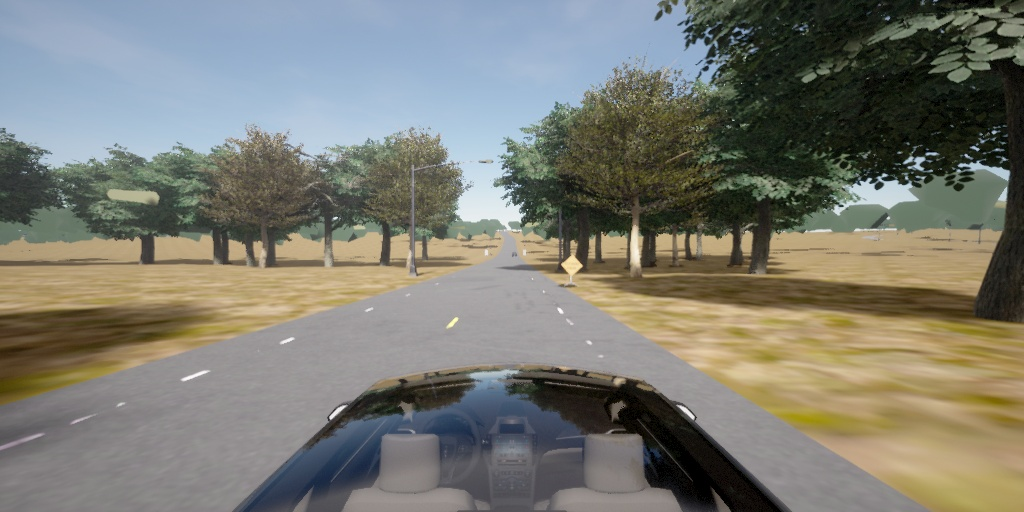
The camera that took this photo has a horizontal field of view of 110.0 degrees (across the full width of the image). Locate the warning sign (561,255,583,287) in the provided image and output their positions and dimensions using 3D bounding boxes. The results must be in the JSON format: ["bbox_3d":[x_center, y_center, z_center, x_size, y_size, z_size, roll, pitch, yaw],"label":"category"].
[{"bbox_3d":[3.550,0.844,21.702,1.300,1.860,1.060,0,0,0],"label":"warning sign"}]
